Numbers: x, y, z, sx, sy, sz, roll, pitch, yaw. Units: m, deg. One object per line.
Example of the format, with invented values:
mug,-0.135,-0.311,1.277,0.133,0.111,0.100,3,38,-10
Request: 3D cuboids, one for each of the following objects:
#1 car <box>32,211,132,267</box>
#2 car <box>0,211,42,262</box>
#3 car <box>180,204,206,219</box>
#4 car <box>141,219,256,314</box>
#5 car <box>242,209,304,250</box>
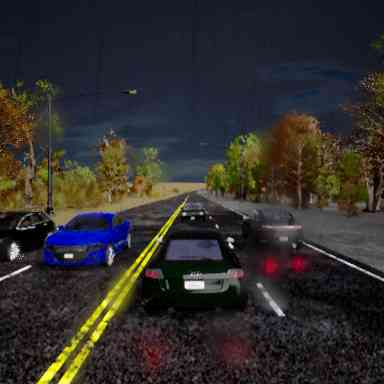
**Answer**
car,-3.352,1.466,11.548,1.882,1.535,5.008,0,0,0
car,-6.602,1.493,12.102,1.837,1.490,4.892,0,0,0
car,0.059,1.551,25.981,1.895,1.301,4.718,-2,1,0
car,0.057,1.556,7.685,1.994,1.385,4.181,0,0,0
car,3.324,1.478,14.361,2.128,1.511,4.902,0,0,1
